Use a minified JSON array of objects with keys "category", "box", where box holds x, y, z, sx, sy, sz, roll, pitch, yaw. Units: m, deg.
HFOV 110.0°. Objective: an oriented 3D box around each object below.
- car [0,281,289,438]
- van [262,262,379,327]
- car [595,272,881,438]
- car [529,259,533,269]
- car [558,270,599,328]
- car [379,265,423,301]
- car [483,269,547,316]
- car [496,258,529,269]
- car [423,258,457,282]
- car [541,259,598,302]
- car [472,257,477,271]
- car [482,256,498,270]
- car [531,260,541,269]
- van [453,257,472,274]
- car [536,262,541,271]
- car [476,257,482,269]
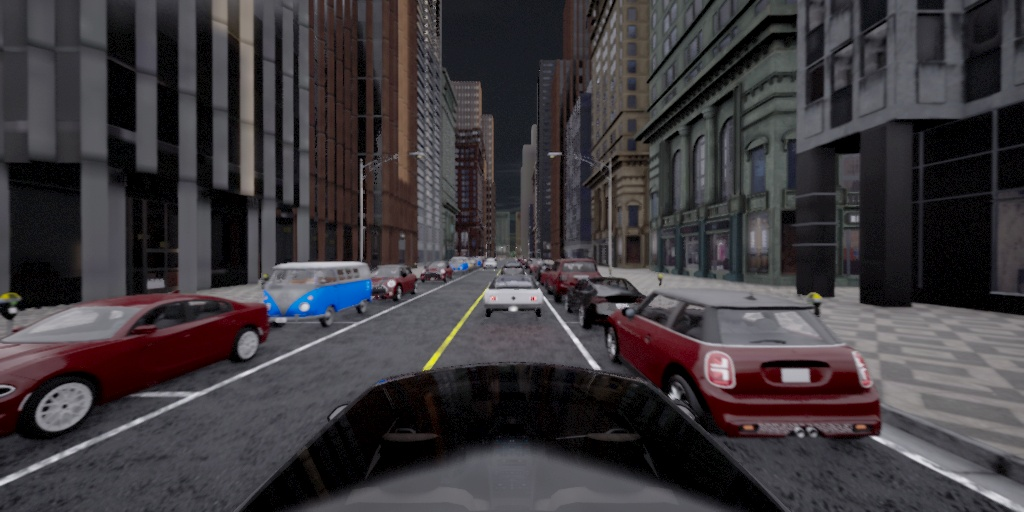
[{"category":"car","box":[-5.764,1.287,5.419,1.888,1.381,4.507,0,0,0]},{"category":"van","box":[-5.764,1.070,11.056,1.690,1.789,3.998,0,0,0]},{"category":"car","box":[2.761,1.182,5.429,1.967,1.591,4.097,0,0,0]},{"category":"car","box":[2.758,1.107,39.247,1.967,1.591,4.097,0,0,0]},{"category":"car","box":[2.761,1.295,11.066,1.948,1.339,4.313,0,0,0]},{"category":"car","box":[-5.765,1.156,16.692,1.967,1.591,4.097,0,0,0]},{"category":"car","box":[0.061,1.326,13.160,1.895,1.301,4.718,0,0,0]},{"category":"car","box":[0.070,1.181,29.596,2.128,1.511,4.902,0,0,0]},{"category":"car","box":[-5.766,1.132,27.966,1.967,1.591,4.097,0,0,0]},{"category":"car","box":[2.760,1.032,16.702,2.192,1.841,5.009,0,0,0]},{"category":"car","box":[-5.767,1.181,44.706,1.751,1.417,4.829,0,0,0]},{"category":"car","box":[-3.086,1.169,51.464,1.812,1.442,4.674,0,0,0]},{"category":"car","box":[2.759,1.258,27.975,1.948,1.339,4.313,0,0,0]},{"category":"van","box":[-5.767,1.008,39.239,1.690,1.789,3.998,0,0,0]},{"category":"car","box":[2.760,1.250,22.339,1.888,1.381,4.507,0,0,0]},{"category":"car","box":[-5.768,1.196,50.511,2.007,1.370,4.403,0,0,0]}]
